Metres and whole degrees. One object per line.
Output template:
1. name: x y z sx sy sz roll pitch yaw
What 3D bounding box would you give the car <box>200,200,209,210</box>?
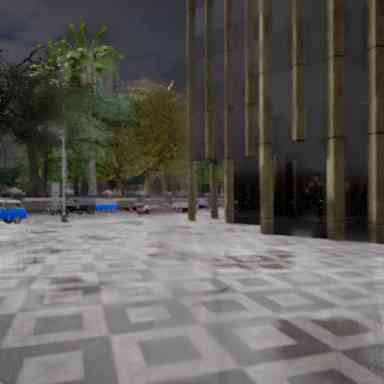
1. car: 0.852 2.100 55.081 2.097 1.767 4.553 0 -1 36

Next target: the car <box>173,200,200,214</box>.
1. car: -1.293 1.976 42.223 1.967 1.590 4.097 -1 -2 36

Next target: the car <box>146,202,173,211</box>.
1. car: -4.996 2.240 51.672 1.802 1.307 4.206 -1 -2 36

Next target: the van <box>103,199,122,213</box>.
1. van: -11.446 1.817 42.708 1.690 1.788 3.998 -1 -2 36

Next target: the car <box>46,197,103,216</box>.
1. car: -12.900 1.584 36.096 2.150 2.045 5.566 0 -1 36

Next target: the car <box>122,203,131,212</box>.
1. car: -8.221 2.112 47.188 1.887 1.381 4.507 -1 -2 36

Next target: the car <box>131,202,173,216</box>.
1. car: -4.517 2.027 37.735 1.802 1.307 4.206 -1 -2 36

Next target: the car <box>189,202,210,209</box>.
1. car: 1.452 2.422 60.641 1.802 1.307 4.206 -1 -2 36

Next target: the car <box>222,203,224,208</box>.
1. car: 7.900 2.461 69.614 1.967 1.590 4.097 -1 -2 36

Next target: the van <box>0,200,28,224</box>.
1. van: -14.191 1.512 24.287 1.690 1.788 3.998 -1 -2 36
